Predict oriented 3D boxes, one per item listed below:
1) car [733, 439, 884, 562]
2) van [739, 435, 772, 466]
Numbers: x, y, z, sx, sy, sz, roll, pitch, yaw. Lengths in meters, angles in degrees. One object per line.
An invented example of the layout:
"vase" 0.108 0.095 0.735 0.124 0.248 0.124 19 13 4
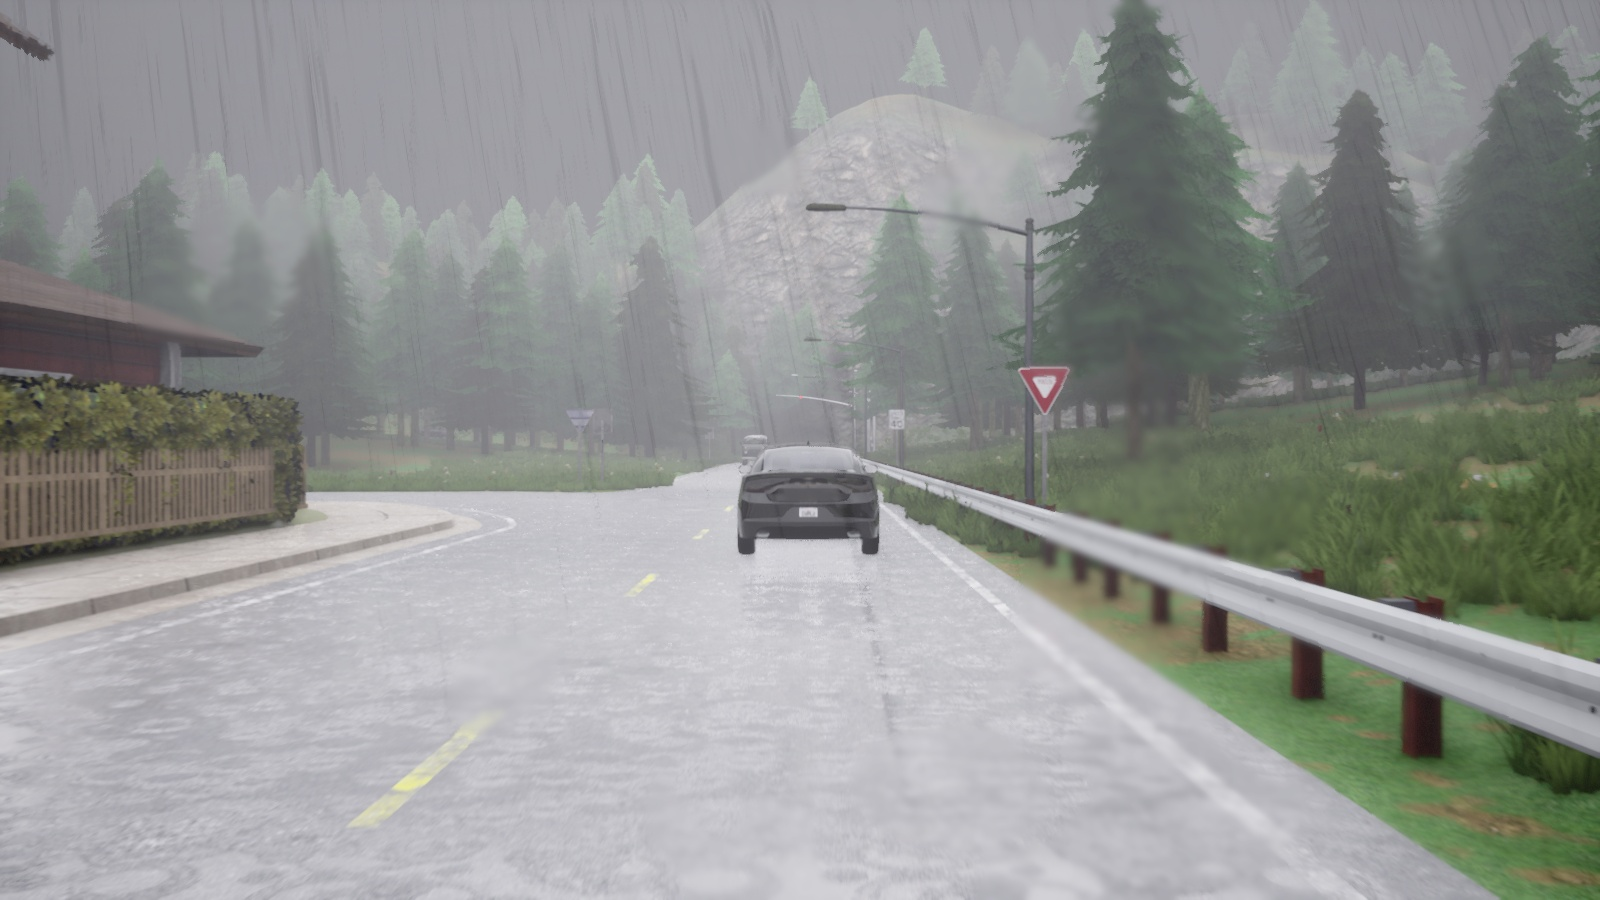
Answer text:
"car" 0.119 0.622 18.183 1.882 1.535 5.008 0 0 0
"van" -3.001 -0.012 85.205 2.069 2.038 4.480 0 1 0
